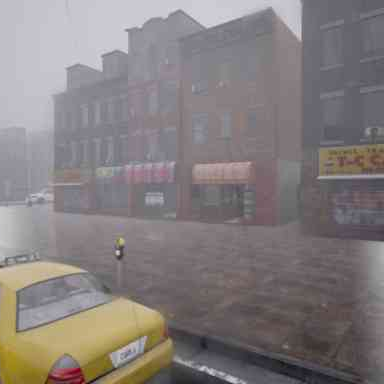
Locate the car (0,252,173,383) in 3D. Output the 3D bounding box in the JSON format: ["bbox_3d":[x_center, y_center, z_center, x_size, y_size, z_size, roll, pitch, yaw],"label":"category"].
[{"bbox_3d":[-2.494,1.526,4.591,4.829,1.417,1.752,0,0,36],"label":"car"}]

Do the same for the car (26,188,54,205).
[{"bbox_3d":[-19.140,0.556,44.507,2.150,2.045,5.566,0,2,35],"label":"car"}]
